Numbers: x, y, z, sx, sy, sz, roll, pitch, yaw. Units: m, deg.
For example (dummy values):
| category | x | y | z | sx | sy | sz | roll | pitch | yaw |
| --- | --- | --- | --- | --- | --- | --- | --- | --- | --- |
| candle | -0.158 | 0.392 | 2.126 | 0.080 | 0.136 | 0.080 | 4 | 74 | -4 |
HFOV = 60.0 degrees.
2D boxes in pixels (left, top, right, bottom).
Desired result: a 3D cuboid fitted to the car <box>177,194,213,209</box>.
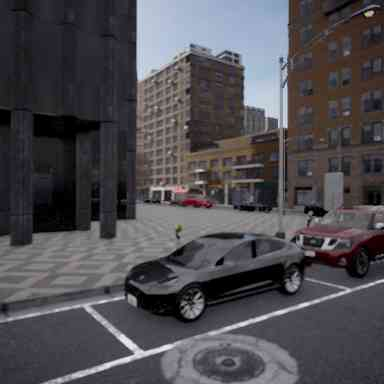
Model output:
| category | x | y | z | sx | sy | sz | roll | pitch | yaw |
| --- | --- | --- | --- | --- | --- | --- | --- | --- | --- |
| car | 0.673 | 1.353 | 47.605 | 2.150 | 2.045 | 5.566 | 0 | 0 | -35 |

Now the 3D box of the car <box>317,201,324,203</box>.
| category | x | y | z | sx | sy | sz | roll | pitch | yaw |
| --- | --- | --- | --- | --- | --- | --- | --- | --- | --- |
| car | 12.638 | 1.607 | 30.271 | 1.882 | 1.535 | 5.008 | 0 | 0 | -34 |

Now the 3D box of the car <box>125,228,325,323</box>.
| category | x | y | z | sx | sy | sz | roll | pitch | yaw |
| --- | --- | --- | --- | --- | --- | --- | --- | --- | --- |
| car | 0.699 | 1.595 | 7.268 | 4.313 | 1.339 | 1.947 | 0 | 0 | -36 |

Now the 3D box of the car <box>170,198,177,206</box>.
| category | x | y | z | sx | sy | sz | roll | pitch | yaw |
| --- | --- | --- | --- | --- | --- | --- | --- | --- | --- |
| car | -2.033 | 1.627 | 57.039 | 2.128 | 1.511 | 4.902 | 0 | 0 | -34 |

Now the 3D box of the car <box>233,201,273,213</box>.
| category | x | y | z | sx | sy | sz | roll | pitch | yaw |
| --- | --- | --- | --- | --- | --- | --- | --- | --- | --- |
| car | 7.005 | 1.732 | 38.425 | 1.895 | 1.301 | 4.718 | 0 | 0 | -35 |

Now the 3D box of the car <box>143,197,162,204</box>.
| category | x | y | z | sx | sy | sz | roll | pitch | yaw |
| --- | --- | --- | --- | --- | --- | --- | --- | --- | --- |
| car | -7.882 | 1.709 | 65.406 | 1.895 | 1.301 | 4.718 | 0 | 0 | -35 |

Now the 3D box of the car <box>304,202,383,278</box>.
| category | x | y | z | sx | sy | sz | roll | pitch | yaw |
| --- | --- | --- | --- | --- | --- | --- | --- | --- | --- |
| car | 5.290 | 1.379 | 10.547 | 5.009 | 1.841 | 2.192 | 0 | 0 | -36 |
